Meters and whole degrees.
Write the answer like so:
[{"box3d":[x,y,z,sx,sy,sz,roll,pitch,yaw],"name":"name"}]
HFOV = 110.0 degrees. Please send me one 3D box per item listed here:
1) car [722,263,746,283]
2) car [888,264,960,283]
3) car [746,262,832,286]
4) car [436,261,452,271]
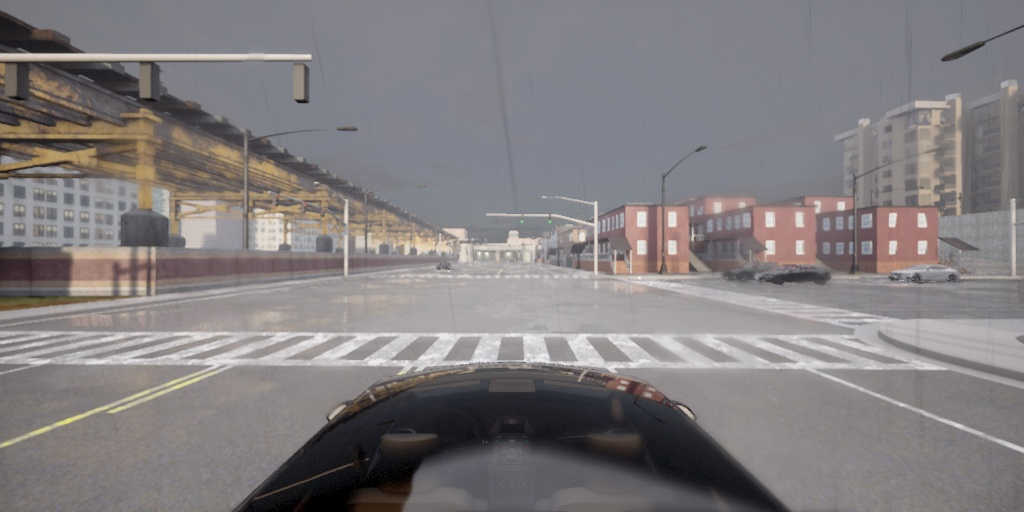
[{"box3d":[19.971,1.245,29.594,4.553,1.767,2.097,0,0,0],"name":"car"},{"box3d":[33.962,1.418,29.587,4.674,1.442,1.812,0,0,0],"name":"car"},{"box3d":[20.337,1.364,26.094,4.902,1.511,2.128,0,0,0],"name":"car"},{"box3d":[-10.516,1.599,55.769,1.837,1.490,4.892,0,1,0],"name":"car"}]
